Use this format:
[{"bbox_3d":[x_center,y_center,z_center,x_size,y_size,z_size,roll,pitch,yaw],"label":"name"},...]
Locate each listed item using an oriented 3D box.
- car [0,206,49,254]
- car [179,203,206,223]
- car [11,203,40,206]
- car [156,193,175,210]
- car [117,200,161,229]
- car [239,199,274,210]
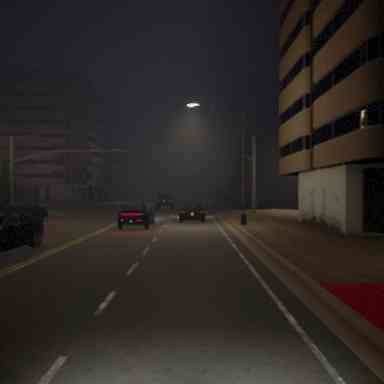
[{"bbox_3d":[-7.062,1.487,11.903,2.128,1.511,4.902,0,0,0],"label":"car"},{"bbox_3d":[0.032,1.551,25.768,1.994,1.385,4.181,0,0,1],"label":"car"},{"bbox_3d":[-10.548,1.495,20.487,1.837,1.490,4.892,0,0,0],"label":"car"},{"bbox_3d":[-3.409,1.167,42.976,2.150,2.045,5.566,0,0,0],"label":"car"},{"bbox_3d":[-3.496,1.481,21.441,2.128,1.511,4.902,0,0,0],"label":"car"},{"bbox_3d":[7.794,1.486,40.289,4.181,1.385,1.994,0,0,-9],"label":"car"}]
